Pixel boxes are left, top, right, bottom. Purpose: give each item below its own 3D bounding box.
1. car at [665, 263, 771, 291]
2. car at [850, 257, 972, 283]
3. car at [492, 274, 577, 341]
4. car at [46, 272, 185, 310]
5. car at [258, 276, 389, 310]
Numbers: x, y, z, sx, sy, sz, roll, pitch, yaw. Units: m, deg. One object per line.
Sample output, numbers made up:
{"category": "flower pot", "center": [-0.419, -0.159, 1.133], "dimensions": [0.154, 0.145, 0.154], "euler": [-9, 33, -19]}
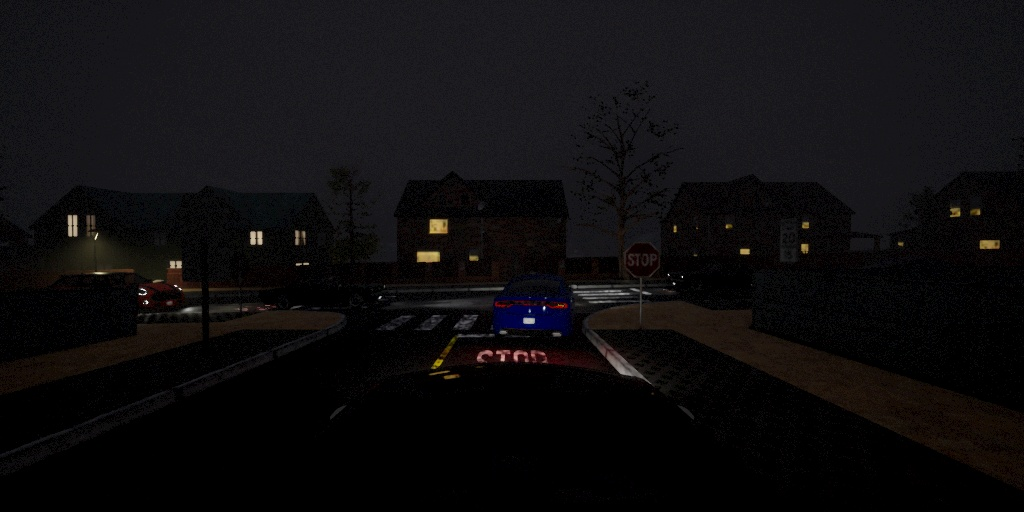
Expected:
{"category": "car", "center": [10.398, 1.034, 18.188], "dimensions": [4.718, 1.301, 1.895], "euler": [-1, 1, -1]}
{"category": "car", "center": [20.044, 0.753, 18.232], "dimensions": [5.357, 1.411, 2.033], "euler": [-1, 1, 0]}
{"category": "car", "center": [0.780, 1.226, 10.046], "dimensions": [1.882, 1.535, 5.008], "euler": [0, 0, 10]}
{"category": "car", "center": [-16.809, 1.471, 15.233], "dimensions": [4.553, 1.767, 2.097], "euler": [-1, 1, 0]}
{"category": "car", "center": [-7.822, 1.506, 15.247], "dimensions": [4.718, 1.301, 1.895], "euler": [-1, 1, 0]}
